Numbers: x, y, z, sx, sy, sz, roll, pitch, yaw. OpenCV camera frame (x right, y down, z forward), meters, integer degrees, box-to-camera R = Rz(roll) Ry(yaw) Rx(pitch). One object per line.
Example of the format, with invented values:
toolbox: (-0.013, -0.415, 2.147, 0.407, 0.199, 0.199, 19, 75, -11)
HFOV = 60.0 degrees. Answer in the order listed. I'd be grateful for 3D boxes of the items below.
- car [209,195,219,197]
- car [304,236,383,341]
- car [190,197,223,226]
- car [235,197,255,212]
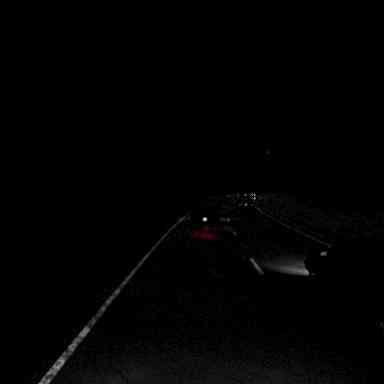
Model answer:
car: (2.655, 1.148, 40.386, 1.812, 1.442, 4.674, 0, 1, 7)
car: (3.693, 1.520, 5.972, 2.033, 1.411, 5.357, 0, 0, 1)
car: (0.912, 1.350, 22.050, 1.837, 1.490, 4.892, 0, 0, 4)
car: (5.482, 1.249, 34.559, 2.033, 1.411, 5.357, 0, 1, 6)
